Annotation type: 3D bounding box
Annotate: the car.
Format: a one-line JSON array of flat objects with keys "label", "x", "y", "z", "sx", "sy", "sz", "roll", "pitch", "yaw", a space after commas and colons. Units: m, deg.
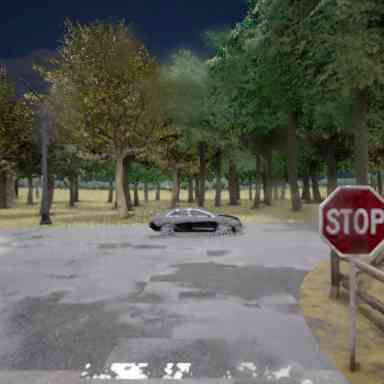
[{"label": "car", "x": 0.144, "y": 1.546, "z": 17.589, "sx": 4.902, "sy": 1.511, "sz": 2.128, "roll": -1, "pitch": 0, "yaw": 0}]
